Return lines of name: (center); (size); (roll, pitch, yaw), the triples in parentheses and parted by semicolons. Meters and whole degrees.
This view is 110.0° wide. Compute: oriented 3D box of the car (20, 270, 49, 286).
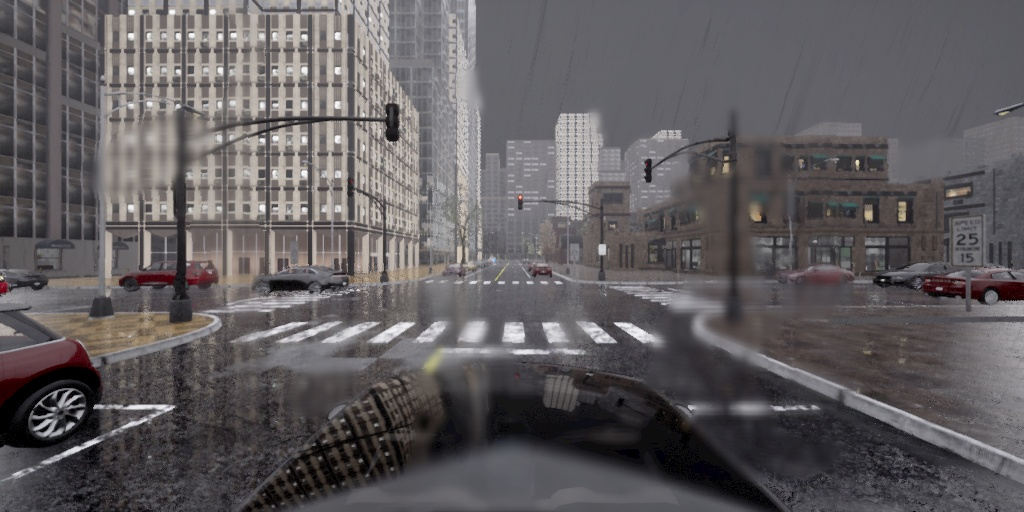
car: (-31.429, 1.501, 22.086); (4.403, 1.370, 2.007); (0, 0, -1)

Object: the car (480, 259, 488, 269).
car: (-5.407, 1.304, 56.936); (2.007, 1.370, 4.403); (0, 0, 0)

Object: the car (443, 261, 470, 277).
car: (-5.523, 1.329, 34.773); (1.802, 1.307, 4.207); (0, 0, 0)

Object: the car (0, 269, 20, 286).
car: (-26.836, 1.135, 16.341); (5.566, 2.045, 2.150); (0, 0, -1)

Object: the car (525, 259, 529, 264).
car: (2.915, 1.332, 45.811); (1.802, 1.307, 4.207); (0, 0, 0)

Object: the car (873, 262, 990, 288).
car: (23.121, 1.086, 20.038); (4.892, 1.490, 1.837); (0, 0, -1)

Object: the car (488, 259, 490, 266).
car: (-5.379, 1.322, 62.476); (1.948, 1.339, 4.313); (0, 0, 0)

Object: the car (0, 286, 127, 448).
car: (-5.691, 1.190, 2.306); (1.967, 1.591, 4.097); (0, 0, 0)

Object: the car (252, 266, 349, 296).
car: (-11.342, 1.298, 19.324); (4.902, 1.511, 2.128); (-1, 0, 6)

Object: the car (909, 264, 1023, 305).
car: (19.136, 1.148, 14.206); (4.507, 1.381, 1.888); (0, 0, -1)

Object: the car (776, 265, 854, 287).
car: (19.053, 1.194, 22.586); (4.207, 1.307, 1.802); (0, 0, -1)

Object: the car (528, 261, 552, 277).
car: (2.859, 1.292, 34.729); (1.888, 1.381, 4.507); (0, 0, 0)

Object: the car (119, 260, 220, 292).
car: (-21.019, 1.196, 22.189); (5.009, 1.841, 2.192); (0, 0, -1)

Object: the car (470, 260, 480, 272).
car: (-5.466, 1.275, 45.684); (1.751, 1.417, 4.829); (0, 0, 0)
